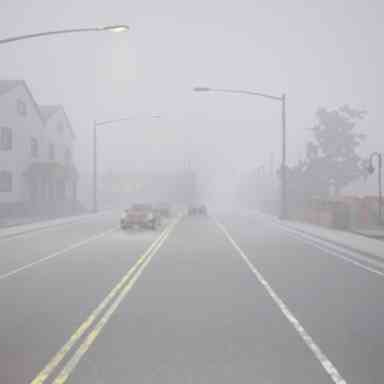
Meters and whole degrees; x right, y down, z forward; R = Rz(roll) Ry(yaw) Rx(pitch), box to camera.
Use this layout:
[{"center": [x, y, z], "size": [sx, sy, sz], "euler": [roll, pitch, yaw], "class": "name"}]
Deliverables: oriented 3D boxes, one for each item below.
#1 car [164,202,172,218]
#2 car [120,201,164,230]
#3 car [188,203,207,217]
[{"center": [-3.132, 1.724, 33.475], "size": [1.882, 1.535, 5.008], "euler": [0, -1, 1], "class": "car"}, {"center": [-3.316, 1.515, 22.152], "size": [2.097, 1.767, 4.553], "euler": [0, 0, 1], "class": "car"}, {"center": [0.560, 1.859, 35.059], "size": [1.895, 1.301, 4.718], "euler": [0, 0, 1], "class": "car"}]
